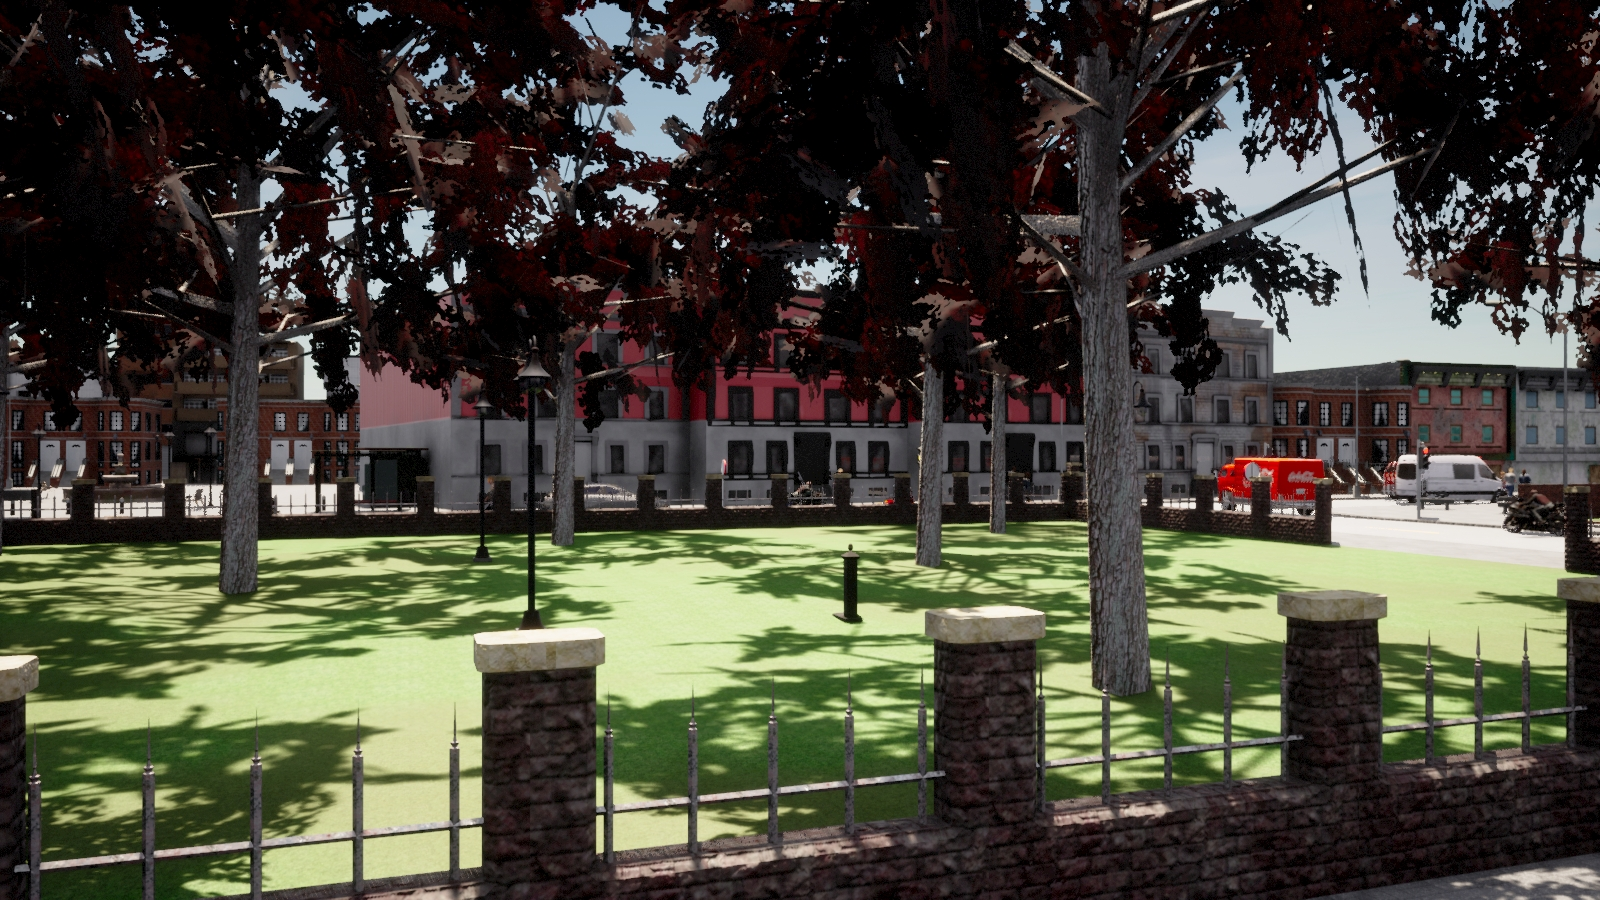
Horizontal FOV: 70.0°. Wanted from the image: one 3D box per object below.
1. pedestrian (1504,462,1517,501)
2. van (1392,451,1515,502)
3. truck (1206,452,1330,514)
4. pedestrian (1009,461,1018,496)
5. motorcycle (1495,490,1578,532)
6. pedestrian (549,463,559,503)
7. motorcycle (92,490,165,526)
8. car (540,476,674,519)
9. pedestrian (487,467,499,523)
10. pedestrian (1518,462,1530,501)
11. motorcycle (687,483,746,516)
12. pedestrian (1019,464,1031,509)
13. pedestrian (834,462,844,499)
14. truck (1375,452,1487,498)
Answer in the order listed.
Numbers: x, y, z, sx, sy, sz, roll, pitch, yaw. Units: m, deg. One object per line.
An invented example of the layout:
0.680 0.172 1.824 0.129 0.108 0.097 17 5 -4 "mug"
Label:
34.390 1.515 55.320 0.375 1.860 0.375 0 0 -16 "pedestrian"
33.811 1.315 59.117 5.915 2.561 1.988 0 0 -17 "van"
20.370 1.359 50.009 2.627 2.467 5.204 0 1 -10 "truck"
11.366 1.524 60.796 0.375 1.860 0.375 0 0 -8 "pedestrian"
24.235 1.985 37.641 0.867 1.251 2.209 0 0 -21 "motorcycle"
-11.371 1.525 52.820 0.375 1.860 0.375 0 0 -24 "pedestrian"
-23.137 1.994 39.403 2.033 1.145 0.803 -1 0 -19 "motorcycle"
-7.576 1.827 44.708 4.902 1.511 2.128 0 0 -19 "car"
-10.384 1.523 38.681 0.375 1.860 0.375 0 0 -19 "pedestrian"
34.736 1.518 54.805 0.375 1.860 0.375 0 0 -31 "pedestrian"
-3.366 1.985 45.889 2.209 1.251 0.867 0 0 -21 "motorcycle"
9.438 1.526 47.912 0.375 1.860 0.375 0 0 28 "pedestrian"
1.958 1.523 57.576 0.375 1.860 0.375 0 0 -25 "pedestrian"
35.004 1.348 63.458 5.204 2.467 2.627 0 0 -19 "truck"
